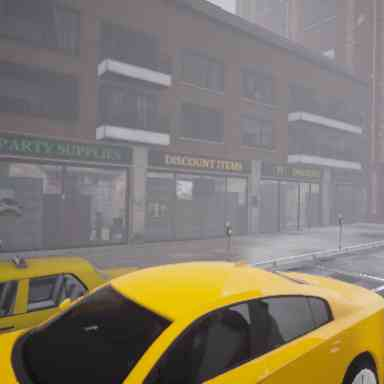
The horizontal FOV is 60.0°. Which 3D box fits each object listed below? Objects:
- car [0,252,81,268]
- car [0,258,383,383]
[{"bbox_3d":[-2.516,1.526,4.278,4.829,1.417,1.752,0,2,-35],"label":"car"},{"bbox_3d":[-0.161,1.478,2.955,5.008,1.535,1.882,0,0,-35],"label":"car"}]
